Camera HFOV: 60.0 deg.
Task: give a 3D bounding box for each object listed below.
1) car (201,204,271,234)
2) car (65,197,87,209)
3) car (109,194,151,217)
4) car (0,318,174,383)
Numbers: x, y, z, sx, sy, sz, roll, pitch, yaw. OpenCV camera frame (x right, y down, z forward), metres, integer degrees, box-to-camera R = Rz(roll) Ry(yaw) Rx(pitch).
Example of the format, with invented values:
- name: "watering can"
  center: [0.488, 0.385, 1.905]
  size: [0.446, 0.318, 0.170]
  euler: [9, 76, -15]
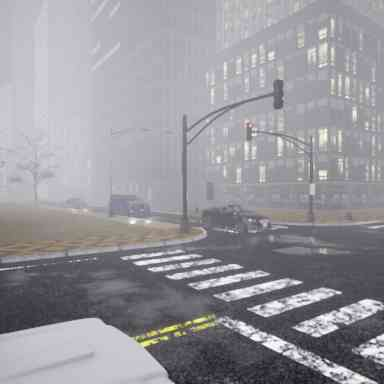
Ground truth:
- name: "car"
  center: [2.481, 1.494, 19.647]
  size: [2.128, 1.511, 4.902]
  euler: [0, 0, -35]
- name: "car"
  center: [-16.039, 1.478, 45.958]
  size: [1.882, 1.535, 5.008]
  euler: [0, 0, -35]
- name: "car"
  center: [-6.061, 1.216, 31.766]
  size: [2.150, 2.045, 5.566]
  euler: [0, 1, -36]
- name: "car"
  center: [-2.297, 1.601, 1.805]
  size: [4.718, 1.301, 1.895]
  euler: [0, 0, -36]
